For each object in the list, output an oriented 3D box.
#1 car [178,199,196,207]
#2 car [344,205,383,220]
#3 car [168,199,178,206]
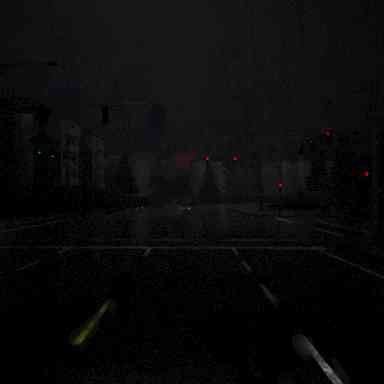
[{"bbox_3d":[-0.554,2.227,69.144,1.882,1.535,5.008,0,-1,18],"label":"car"},{"bbox_3d":[17.074,1.936,31.475,4.718,1.301,1.895,0,-1,1],"label":"car"},{"bbox_3d":[-3.512,2.249,71.212,1.882,1.535,5.008,0,-1,22],"label":"car"}]
